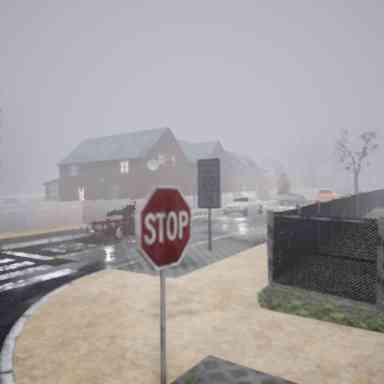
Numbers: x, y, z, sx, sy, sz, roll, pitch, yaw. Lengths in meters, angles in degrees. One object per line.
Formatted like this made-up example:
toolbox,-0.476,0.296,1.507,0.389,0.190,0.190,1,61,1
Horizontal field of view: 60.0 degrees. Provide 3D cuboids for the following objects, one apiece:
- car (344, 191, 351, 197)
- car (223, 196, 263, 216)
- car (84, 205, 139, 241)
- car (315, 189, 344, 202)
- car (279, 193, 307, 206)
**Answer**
car,21.953,0.480,48.645,1.895,1.301,4.718,-1,1,33
car,4.243,1.058,27.026,1.812,1.442,4.674,-1,1,34
car,-2.960,1.364,16.125,1.812,1.442,4.674,-1,1,33
car,16.517,0.442,40.331,2.097,1.767,4.553,-1,1,34
car,11.628,0.777,38.139,2.033,1.411,5.357,-1,1,34
